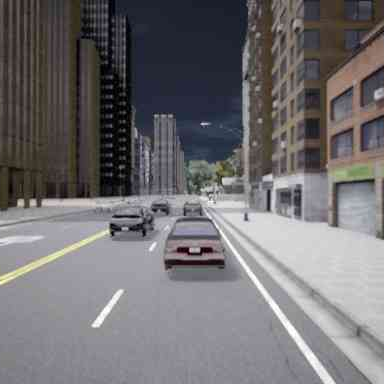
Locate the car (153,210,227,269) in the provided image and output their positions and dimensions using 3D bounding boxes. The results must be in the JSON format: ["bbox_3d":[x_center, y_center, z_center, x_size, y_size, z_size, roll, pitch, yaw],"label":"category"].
[{"bbox_3d":[0.082,1.566,11.192,2.033,1.411,5.357,0,0,0],"label":"car"}]

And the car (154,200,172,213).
[{"bbox_3d":[-3.158,1.554,34.397,1.837,1.490,4.892,0,0,0],"label":"car"}]

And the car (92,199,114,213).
[{"bbox_3d":[-9.847,1.578,37.774,1.812,1.442,4.674,0,0,0],"label":"car"}]

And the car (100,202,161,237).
[{"bbox_3d":[-3.156,1.520,18.132,2.128,1.511,4.902,0,0,0],"label":"car"}]

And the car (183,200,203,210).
[{"bbox_3d":[0.092,1.540,34.519,2.128,1.511,4.902,0,0,0],"label":"car"}]
